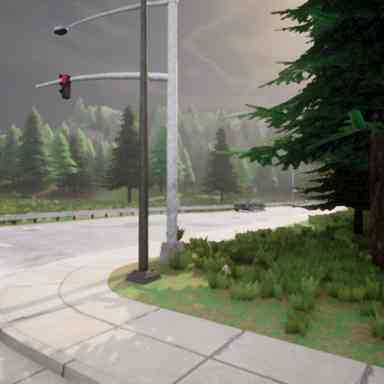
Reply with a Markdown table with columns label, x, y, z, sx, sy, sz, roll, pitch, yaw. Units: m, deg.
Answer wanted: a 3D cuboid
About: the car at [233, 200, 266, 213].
| label | x | y | z | sx | sy | sz | roll | pitch | yaw |
| --- | --- | --- | --- | --- | --- | --- | --- | --- | --- |
| car | 6.265 | 1.518 | 36.079 | 1.895 | 1.301 | 4.718 | 0 | 0 | 35 |
